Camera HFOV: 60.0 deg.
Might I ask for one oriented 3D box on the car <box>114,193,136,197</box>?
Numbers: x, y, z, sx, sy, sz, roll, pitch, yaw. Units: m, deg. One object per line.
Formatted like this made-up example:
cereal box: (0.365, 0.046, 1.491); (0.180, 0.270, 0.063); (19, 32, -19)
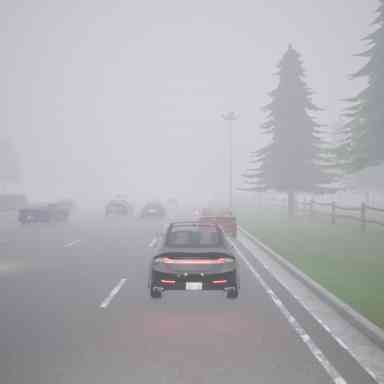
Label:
car: (-10.373, 1.222, 49.884); (2.150, 2.045, 5.566); (0, 0, 0)

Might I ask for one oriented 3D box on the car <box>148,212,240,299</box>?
car: (0.057, 1.492, 8.457); (2.128, 1.511, 4.902); (0, 0, 0)

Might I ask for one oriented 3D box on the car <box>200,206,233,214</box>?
car: (1.234, 1.478, 17.799); (1.882, 1.535, 5.008); (0, 0, 0)

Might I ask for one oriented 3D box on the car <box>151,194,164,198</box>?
car: (-6.866, 1.601, 61.454); (1.895, 1.301, 4.718); (0, 0, 0)

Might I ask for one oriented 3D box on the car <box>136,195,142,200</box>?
car: (-13.954, 1.552, 84.280); (1.994, 1.385, 4.181); (0, 0, 0)

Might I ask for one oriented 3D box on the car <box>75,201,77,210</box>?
car: (-15.190, 1.477, 40.355); (1.882, 1.535, 5.008); (0, 0, -10)

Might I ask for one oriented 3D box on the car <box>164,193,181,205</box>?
car: (-3.369, 1.477, 58.474); (1.882, 1.535, 5.008); (0, 0, 0)

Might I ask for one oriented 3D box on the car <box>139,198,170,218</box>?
car: (-3.384, 1.564, 30.092); (1.994, 1.385, 4.181); (0, 0, 0)

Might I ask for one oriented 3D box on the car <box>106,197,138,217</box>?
car: (-6.882, 1.491, 31.850); (2.128, 1.511, 4.902); (0, 0, 0)

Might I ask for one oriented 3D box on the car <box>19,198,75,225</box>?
car: (-10.387, 1.477, 23.794); (1.882, 1.535, 5.008); (0, 0, 0)
